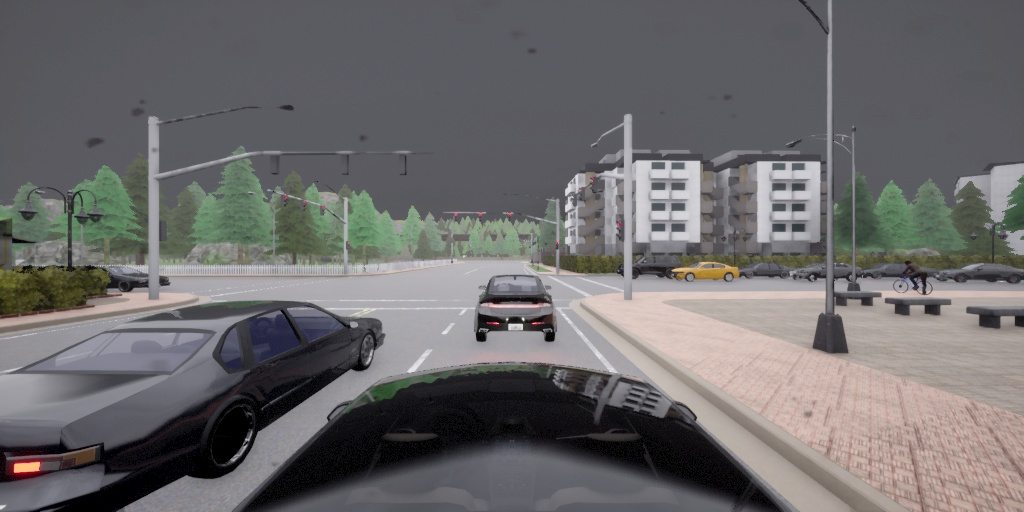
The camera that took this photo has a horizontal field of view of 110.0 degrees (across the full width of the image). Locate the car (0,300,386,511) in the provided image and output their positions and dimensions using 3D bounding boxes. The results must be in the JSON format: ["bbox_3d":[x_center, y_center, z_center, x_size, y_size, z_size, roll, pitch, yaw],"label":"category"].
[{"bbox_3d":[-3.444,1.297,4.661,2.033,1.411,5.357,0,0,1],"label":"car"}]

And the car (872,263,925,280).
[{"bbox_3d":[32.841,1.297,30.954,5.357,1.411,2.033,0,0,13],"label":"car"}]

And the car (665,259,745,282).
[{"bbox_3d":[15.299,1.227,28.556,5.008,1.535,1.882,0,0,-2],"label":"car"}]

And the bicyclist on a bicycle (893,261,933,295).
[{"bbox_3d":[19.392,1.051,17.382,0.582,1.620,1.656,0,0,-3],"label":"bicyclist on a bicycle"}]

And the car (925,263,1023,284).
[{"bbox_3d":[34.773,1.276,26.717,4.674,1.442,1.812,0,0,17],"label":"car"}]

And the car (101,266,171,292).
[{"bbox_3d":[-22.973,1.297,20.521,5.357,1.411,2.033,0,0,-1],"label":"car"}]

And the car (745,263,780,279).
[{"bbox_3d":[22.462,1.297,32.172,5.357,1.411,2.033,0,0,1],"label":"car"}]

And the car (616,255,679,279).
[{"bbox_3d":[12.217,0.971,31.964,5.566,2.045,2.150,0,0,-2],"label":"car"}]

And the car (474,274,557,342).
[{"bbox_3d":[0.085,1.241,9.760,2.128,1.511,4.902,0,0,0],"label":"car"}]

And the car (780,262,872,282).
[{"bbox_3d":[24.793,1.241,28.477,4.902,1.511,2.128,0,0,4],"label":"car"}]
